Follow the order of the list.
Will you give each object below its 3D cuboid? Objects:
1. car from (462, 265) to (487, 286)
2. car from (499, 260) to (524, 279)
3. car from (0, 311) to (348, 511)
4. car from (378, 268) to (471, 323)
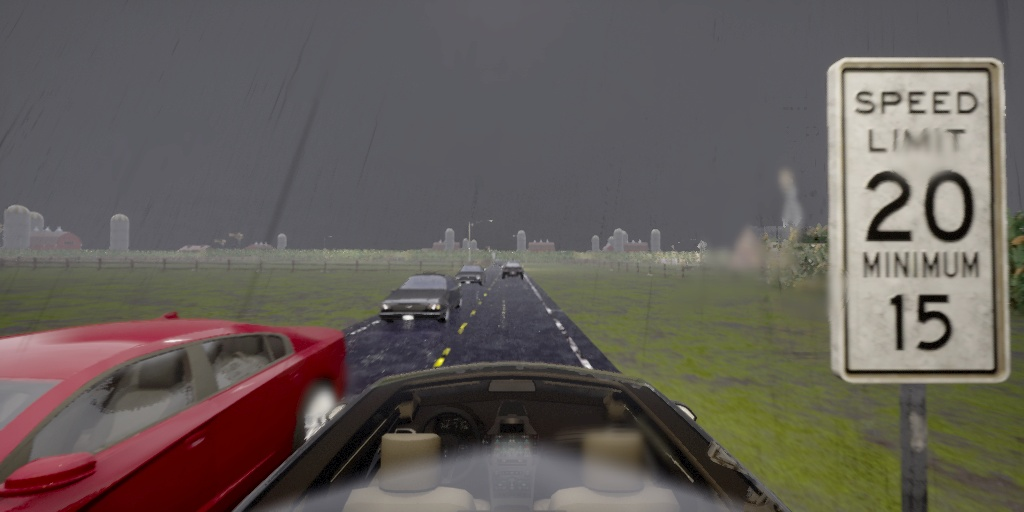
[{"bbox_3d":[-2.844,1.335,25.937,2.033,1.411,5.357,0,0,0],"label":"car"},{"bbox_3d":[0.080,1.273,32.956,1.882,1.535,5.008,0,0,0],"label":"car"},{"bbox_3d":[-2.844,1.228,2.155,1.882,1.535,5.008,0,0,0],"label":"car"},{"bbox_3d":[-2.854,1.316,12.517,2.033,1.411,5.357,0,0,0],"label":"car"}]
